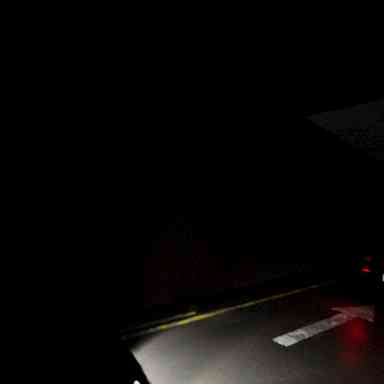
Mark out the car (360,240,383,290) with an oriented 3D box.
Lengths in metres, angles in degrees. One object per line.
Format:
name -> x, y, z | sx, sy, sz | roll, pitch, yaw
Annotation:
car -> 5.805, 1.557, 7.902 | 4.674, 1.442, 1.812 | 0, 0, -35

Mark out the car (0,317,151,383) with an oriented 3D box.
car -> -2.313, 1.561, 2.193 | 4.181, 1.385, 1.994 | 0, 0, -35
